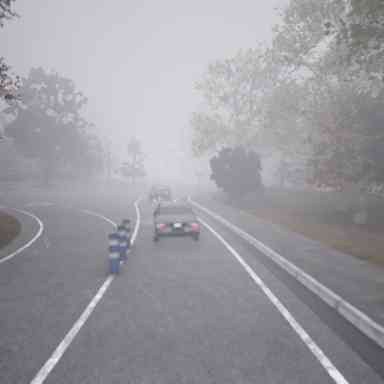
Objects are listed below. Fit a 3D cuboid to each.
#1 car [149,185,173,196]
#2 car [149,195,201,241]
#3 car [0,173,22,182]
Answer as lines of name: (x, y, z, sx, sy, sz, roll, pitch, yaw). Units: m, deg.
car: (-2.812, 0.024, 30.814, 1.895, 1.301, 4.718, 0, 5, -1)
car: (-0.786, 1.115, 14.381, 2.033, 1.411, 5.357, -1, 3, -6)
car: (-35.362, -2.821, 64.081, 1.837, 1.490, 4.892, 3, 5, 31)
